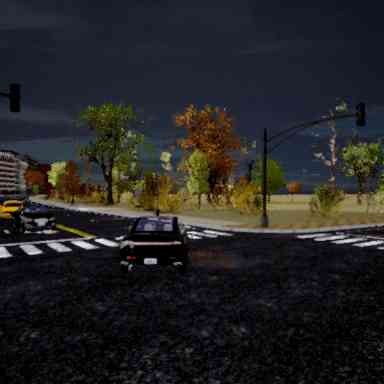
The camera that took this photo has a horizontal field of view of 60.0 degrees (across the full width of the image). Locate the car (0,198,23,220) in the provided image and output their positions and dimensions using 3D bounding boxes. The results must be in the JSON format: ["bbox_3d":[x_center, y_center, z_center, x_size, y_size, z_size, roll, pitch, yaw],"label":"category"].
[{"bbox_3d":[-15.545,1.548,28.936,1.882,1.535,5.008,0,0,-35],"label":"car"}]

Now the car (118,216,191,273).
[{"bbox_3d":[-1.074,1.505,10.685,2.128,1.511,4.902,1,0,-1],"label":"car"}]

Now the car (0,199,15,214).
[{"bbox_3d":[-21.269,1.564,37.330,1.882,1.535,5.008,0,0,-34],"label":"car"}]

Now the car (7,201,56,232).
[{"bbox_3d":[-9.865,1.543,20.763,2.128,1.511,4.902,0,0,-35],"label":"car"}]

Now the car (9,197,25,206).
[{"bbox_3d":[-30.157,1.663,57.284,2.033,1.411,5.357,0,0,-32],"label":"car"}]
